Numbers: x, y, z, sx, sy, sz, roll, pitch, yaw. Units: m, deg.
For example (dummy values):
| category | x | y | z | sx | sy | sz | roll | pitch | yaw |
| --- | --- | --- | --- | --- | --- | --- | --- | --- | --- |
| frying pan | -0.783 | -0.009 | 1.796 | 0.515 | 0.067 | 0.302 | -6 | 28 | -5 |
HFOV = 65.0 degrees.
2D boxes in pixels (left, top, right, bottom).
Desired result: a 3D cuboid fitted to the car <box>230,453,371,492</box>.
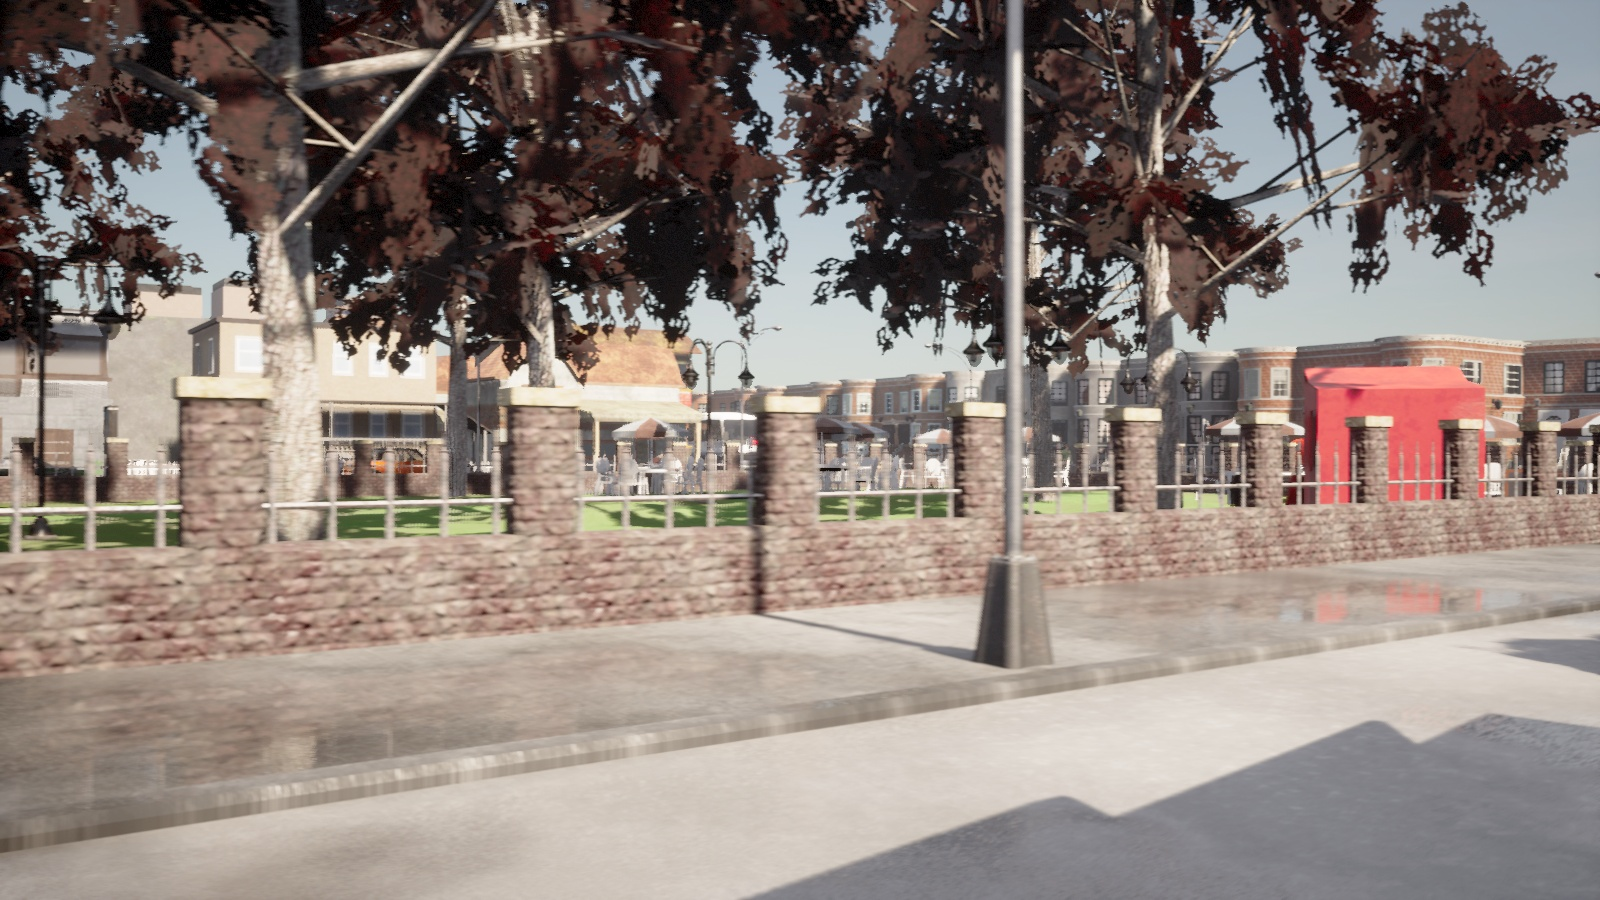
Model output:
| category | x | y | z | sx | sy | sz | roll | pitch | yaw |
| --- | --- | --- | --- | --- | --- | --- | --- | --- | --- |
| car | -20.004 | 0.867 | 50.371 | 4.902 | 1.511 | 2.128 | 0 | 0 | -35 |

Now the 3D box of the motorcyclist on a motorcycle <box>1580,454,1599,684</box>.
| category | x | y | z | sx | sy | sz | roll | pitch | yaw |
| --- | --- | --- | --- | --- | --- | --- | --- | --- | --- |
| motorcyclist on a motorcycle | 6.399 | 0.788 | 8.722 | 2.191 | 1.530 | 0.866 | 0 | 0 | -35 |

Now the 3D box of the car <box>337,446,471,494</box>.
| category | x | y | z | sx | sy | sz | roll | pitch | yaw |
| --- | --- | --- | --- | --- | --- | --- | --- | --- | --- |
| car | -15.338 | 0.755 | 48.739 | 4.553 | 1.767 | 2.097 | 0 | 0 | -35 |

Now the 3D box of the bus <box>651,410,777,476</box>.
| category | x | y | z | sx | sy | sz | roll | pitch | yaw |
| --- | --- | --- | --- | --- | --- | --- | --- | --- | --- |
| bus | -6.082 | -0.407 | 86.368 | 3.944 | 4.253 | 10.273 | 0 | 0 | -34 |

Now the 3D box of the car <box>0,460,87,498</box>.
| category | x | y | z | sx | sy | sz | roll | pitch | yaw |
| --- | --- | --- | --- | --- | --- | --- | --- | --- | --- |
| car | -28.184 | 1.014 | 44.691 | 4.718 | 1.301 | 1.895 | 0 | 0 | -35 |
